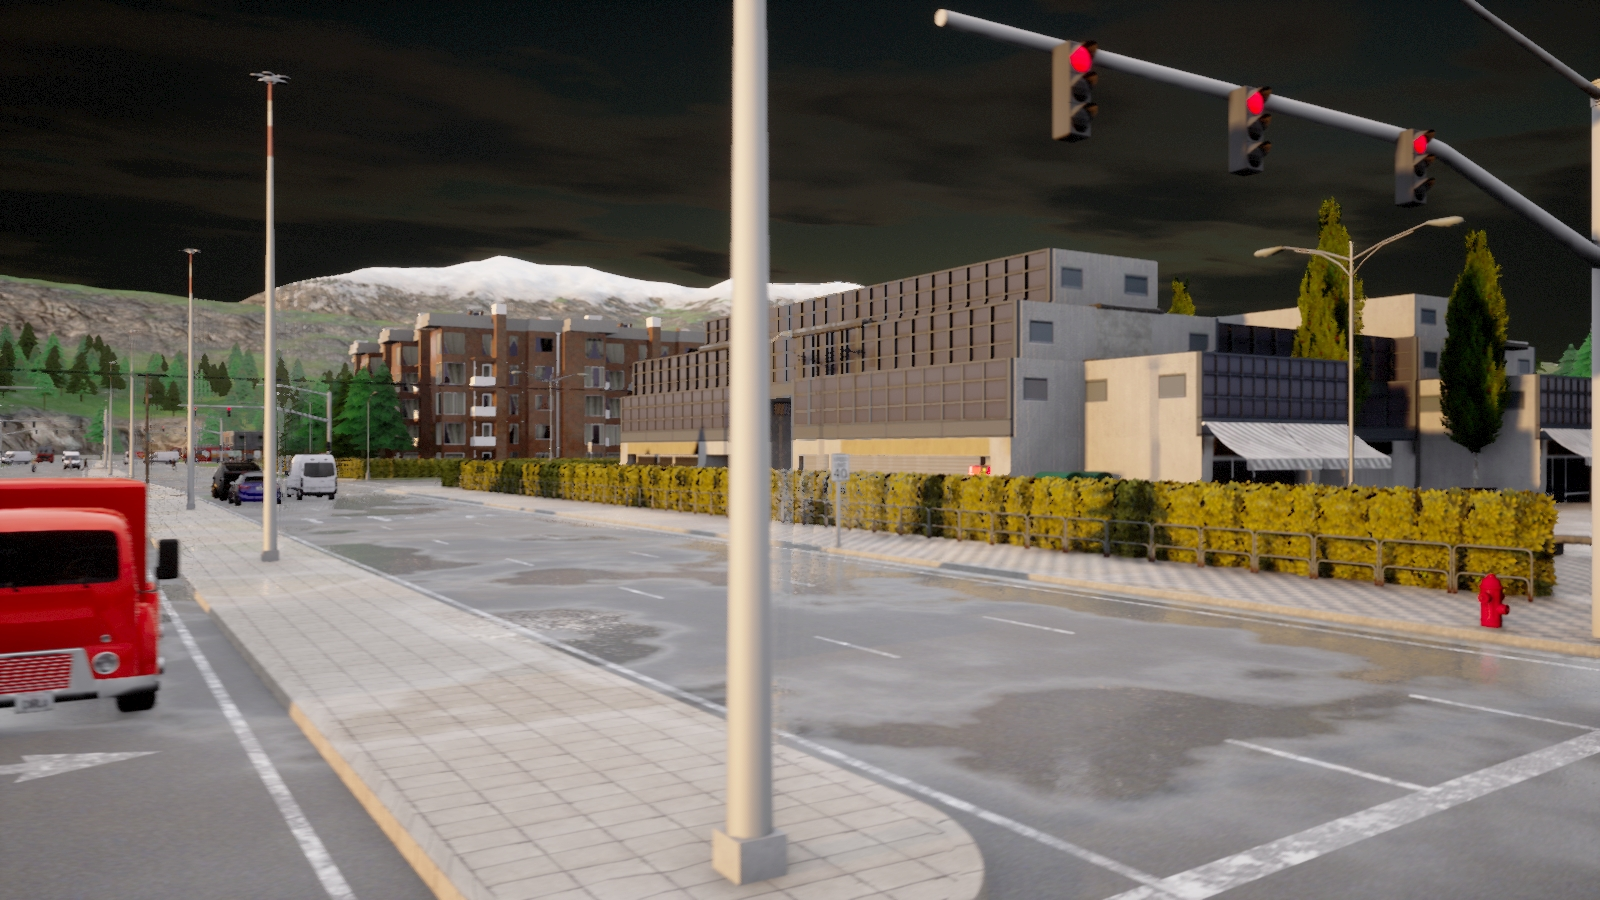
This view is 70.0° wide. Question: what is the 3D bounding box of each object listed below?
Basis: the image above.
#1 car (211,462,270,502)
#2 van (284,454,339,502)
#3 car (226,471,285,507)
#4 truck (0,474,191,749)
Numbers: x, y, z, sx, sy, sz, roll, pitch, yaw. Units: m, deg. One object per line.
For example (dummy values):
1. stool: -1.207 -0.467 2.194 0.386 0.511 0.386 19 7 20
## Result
1. car: -31.869 1.759 64.962 2.390 2.098 6.274 0 0 -32
2. van: -28.052 1.541 65.446 1.988 2.561 5.915 0 0 -32
3. car: -28.124 1.973 58.982 2.242 1.667 4.611 0 0 -32
4. truck: -8.679 1.569 13.038 2.627 2.467 5.204 0 0 -33
